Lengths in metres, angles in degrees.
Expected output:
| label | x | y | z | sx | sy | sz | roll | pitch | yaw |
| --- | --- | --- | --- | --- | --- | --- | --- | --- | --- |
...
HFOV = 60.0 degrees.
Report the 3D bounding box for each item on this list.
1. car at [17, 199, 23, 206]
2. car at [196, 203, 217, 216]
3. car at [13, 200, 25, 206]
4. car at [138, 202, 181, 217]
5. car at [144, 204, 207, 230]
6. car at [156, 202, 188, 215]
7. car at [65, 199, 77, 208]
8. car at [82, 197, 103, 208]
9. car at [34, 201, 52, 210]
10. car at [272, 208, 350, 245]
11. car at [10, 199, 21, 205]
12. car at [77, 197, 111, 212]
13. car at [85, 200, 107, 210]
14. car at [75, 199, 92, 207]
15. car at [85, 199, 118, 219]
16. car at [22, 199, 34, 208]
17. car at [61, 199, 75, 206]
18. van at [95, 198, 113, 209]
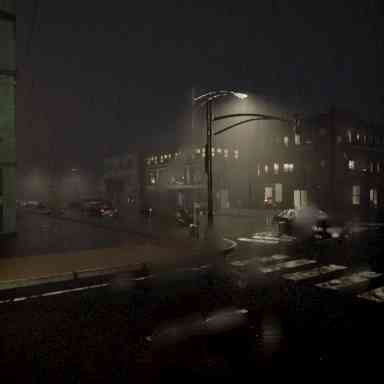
| label | x | y | z | sx | sy | sz | roll | pitch | yaw |
| --- | --- | --- | --- | --- | --- | --- | --- | --- | --- |
| car | -38.194 | 2.380 | 75.109 | 1.967 | 1.590 | 4.097 | -1 | 0 | -36 |
| car | 0.813 | 1.810 | 34.955 | 2.008 | 1.369 | 4.403 | -2 | 0 | -36 |
| car | -41.411 | 2.548 | 79.613 | 2.008 | 1.369 | 4.403 | -1 | 0 | -36 |
| car | -2.794 | 1.896 | 30.062 | 1.895 | 1.301 | 4.718 | -1 | 0 | -36 |
| car | -1.250 | 1.815 | 23.224 | 1.947 | 1.339 | 4.313 | -2 | 0 | -36 |
| car | -2.405 | 1.904 | 39.459 | 1.802 | 1.307 | 4.206 | -2 | 0 | -36 |
| car | -21.440 | 2.230 | 61.646 | 1.994 | 1.385 | 4.181 | -1 | 0 | -36 |
| car | -18.505 | 1.940 | 61.972 | 2.192 | 1.841 | 5.009 | -1 | 0 | -36 |
| car | -25.218 | 2.233 | 56.959 | 1.752 | 1.417 | 4.829 | -1 | 0 | -36 |
| car | 5.404 | 1.536 | 15.756 | 2.128 | 1.511 | 4.902 | 0 | -2 | -9 |
| car | -44.629 | 2.598 | 84.115 | 1.887 | 1.381 | 4.507 | -1 | 0 | -36 |
| car | -13.183 | 1.721 | 44.631 | 2.150 | 2.045 | 5.566 | -1 | -1 | -35 |
| car | -15.379 | 2.033 | 53.166 | 1.882 | 1.535 | 5.008 | -1 | 0 | -35 |
| car | -21.719 | 2.228 | 66.475 | 1.887 | 1.381 | 4.507 | -1 | 0 | -36 |
| car | -9.224 | 1.847 | 34.583 | 1.967 | 1.590 | 4.097 | -1 | 0 | -36 |
| car | -31.754 | 2.376 | 66.104 | 2.008 | 1.369 | 4.403 | -1 | 0 | -36 |
| car | -28.156 | 2.364 | 75.482 | 1.947 | 1.339 | 4.313 | -1 | 0 | -36 |
| van | -15.286 | 1.907 | 57.470 | 1.690 | 1.788 | 3.998 | -1 | 0 | -36 |
